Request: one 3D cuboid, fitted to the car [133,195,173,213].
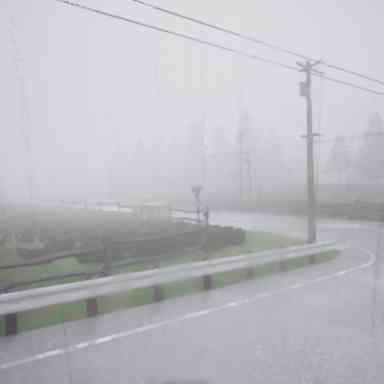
[{"bbox_3d":[-3.741,1.193,31.321,2.097,1.767,4.553,-3,1,-37],"label":"car"}]

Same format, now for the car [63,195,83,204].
[{"bbox_3d":[-17.865,1.448,49.082,1.994,1.385,4.181,-3,1,-40],"label":"car"}]

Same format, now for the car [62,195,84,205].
[{"bbox_3d":[-20.329,1.300,56.780,1.837,1.490,4.892,-3,2,-42],"label":"car"}]

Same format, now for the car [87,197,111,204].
[{"bbox_3d":[-14.001,1.360,49.583,1.895,1.301,4.718,-3,2,-40],"label":"car"}]
